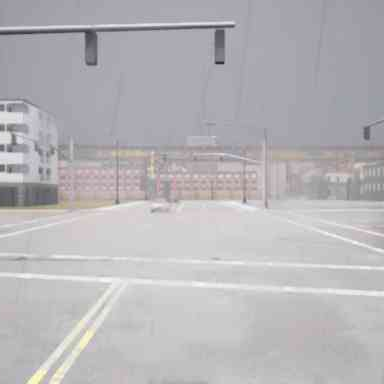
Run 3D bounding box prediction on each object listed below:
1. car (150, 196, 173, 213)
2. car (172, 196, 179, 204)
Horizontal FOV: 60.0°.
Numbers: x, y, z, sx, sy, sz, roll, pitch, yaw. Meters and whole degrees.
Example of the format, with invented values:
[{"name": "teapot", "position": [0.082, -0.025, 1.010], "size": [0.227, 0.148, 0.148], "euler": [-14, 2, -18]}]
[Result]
[{"name": "car", "position": [-3.412, 1.511, 36.516], "size": [1.812, 1.442, 4.674], "euler": [0, 0, 0]}, {"name": "car", "position": [-3.517, 1.434, 61.717], "size": [1.812, 1.442, 4.674], "euler": [0, 0, 2]}]
